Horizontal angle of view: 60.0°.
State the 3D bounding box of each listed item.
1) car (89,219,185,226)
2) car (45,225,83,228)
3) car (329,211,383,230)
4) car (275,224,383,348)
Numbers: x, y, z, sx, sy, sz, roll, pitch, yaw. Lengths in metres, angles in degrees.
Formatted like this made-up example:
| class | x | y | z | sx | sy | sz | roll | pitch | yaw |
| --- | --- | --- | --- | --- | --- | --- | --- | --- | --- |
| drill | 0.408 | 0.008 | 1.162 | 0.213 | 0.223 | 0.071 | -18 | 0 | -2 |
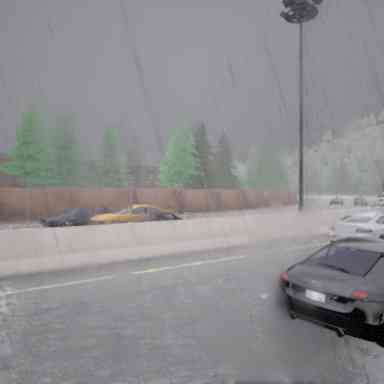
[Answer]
| class | x | y | z | sx | sy | sz | roll | pitch | yaw |
| --- | --- | --- | --- | --- | --- | --- | --- | --- | --- |
| car | -2.001 | 1.593 | 15.465 | 4.718 | 1.301 | 1.895 | 0 | 0 | -36 |
| car | -6.540 | 1.540 | 20.770 | 5.357 | 1.411 | 2.033 | 0 | 0 | -35 |
| car | 7.312 | 1.511 | 13.481 | 4.674 | 1.442 | 1.812 | 0 | 0 | -38 |
| car | 3.515 | 1.557 | 6.262 | 4.181 | 1.385 | 1.994 | 0 | 0 | -36 |
